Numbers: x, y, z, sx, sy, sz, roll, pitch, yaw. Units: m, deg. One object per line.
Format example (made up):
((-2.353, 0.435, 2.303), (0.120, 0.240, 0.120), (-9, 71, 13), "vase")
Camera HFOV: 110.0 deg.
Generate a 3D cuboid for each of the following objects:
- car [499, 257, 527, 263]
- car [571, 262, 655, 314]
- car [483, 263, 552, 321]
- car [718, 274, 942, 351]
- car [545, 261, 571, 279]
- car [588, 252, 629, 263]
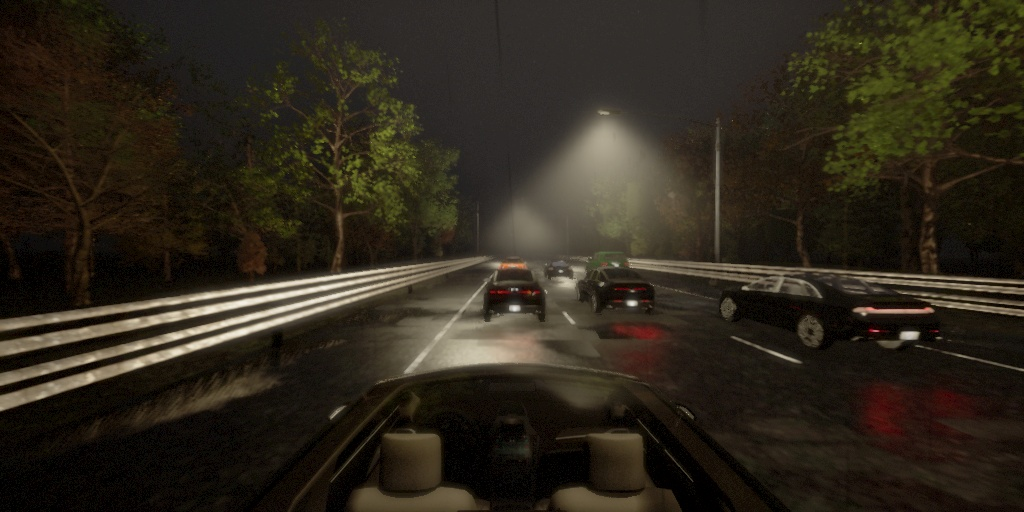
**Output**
((0.081, 0.850, 27.668), (2.097, 1.767, 4.553), (0, 1, 0), "car")
((3.585, 1.145, 13.085), (1.837, 1.490, 4.892), (0, 0, 0), "car")
((0.083, 1.154, 12.080), (1.837, 1.490, 4.892), (0, 0, 0), "car")
((7.070, 1.175, 8.786), (2.128, 1.511, 4.902), (0, 1, 0), "car")
((3.583, 1.056, 28.265), (1.994, 1.385, 4.181), (0, 1, 0), "car")
((7.081, 0.725, 26.942), (2.150, 2.045, 5.566), (0, 0, 0), "car")
